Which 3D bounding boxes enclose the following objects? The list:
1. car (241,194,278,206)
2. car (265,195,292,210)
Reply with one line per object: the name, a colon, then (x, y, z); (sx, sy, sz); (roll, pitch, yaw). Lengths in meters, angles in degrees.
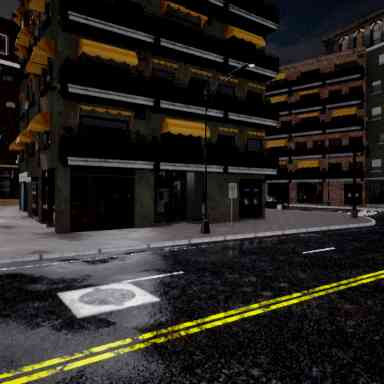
car: (9.110, 1.073, 44.868); (4.403, 1.369, 2.008); (1, 0, 38)
car: (8.234, 1.162, 34.887); (4.403, 1.369, 2.008); (1, 0, 38)
